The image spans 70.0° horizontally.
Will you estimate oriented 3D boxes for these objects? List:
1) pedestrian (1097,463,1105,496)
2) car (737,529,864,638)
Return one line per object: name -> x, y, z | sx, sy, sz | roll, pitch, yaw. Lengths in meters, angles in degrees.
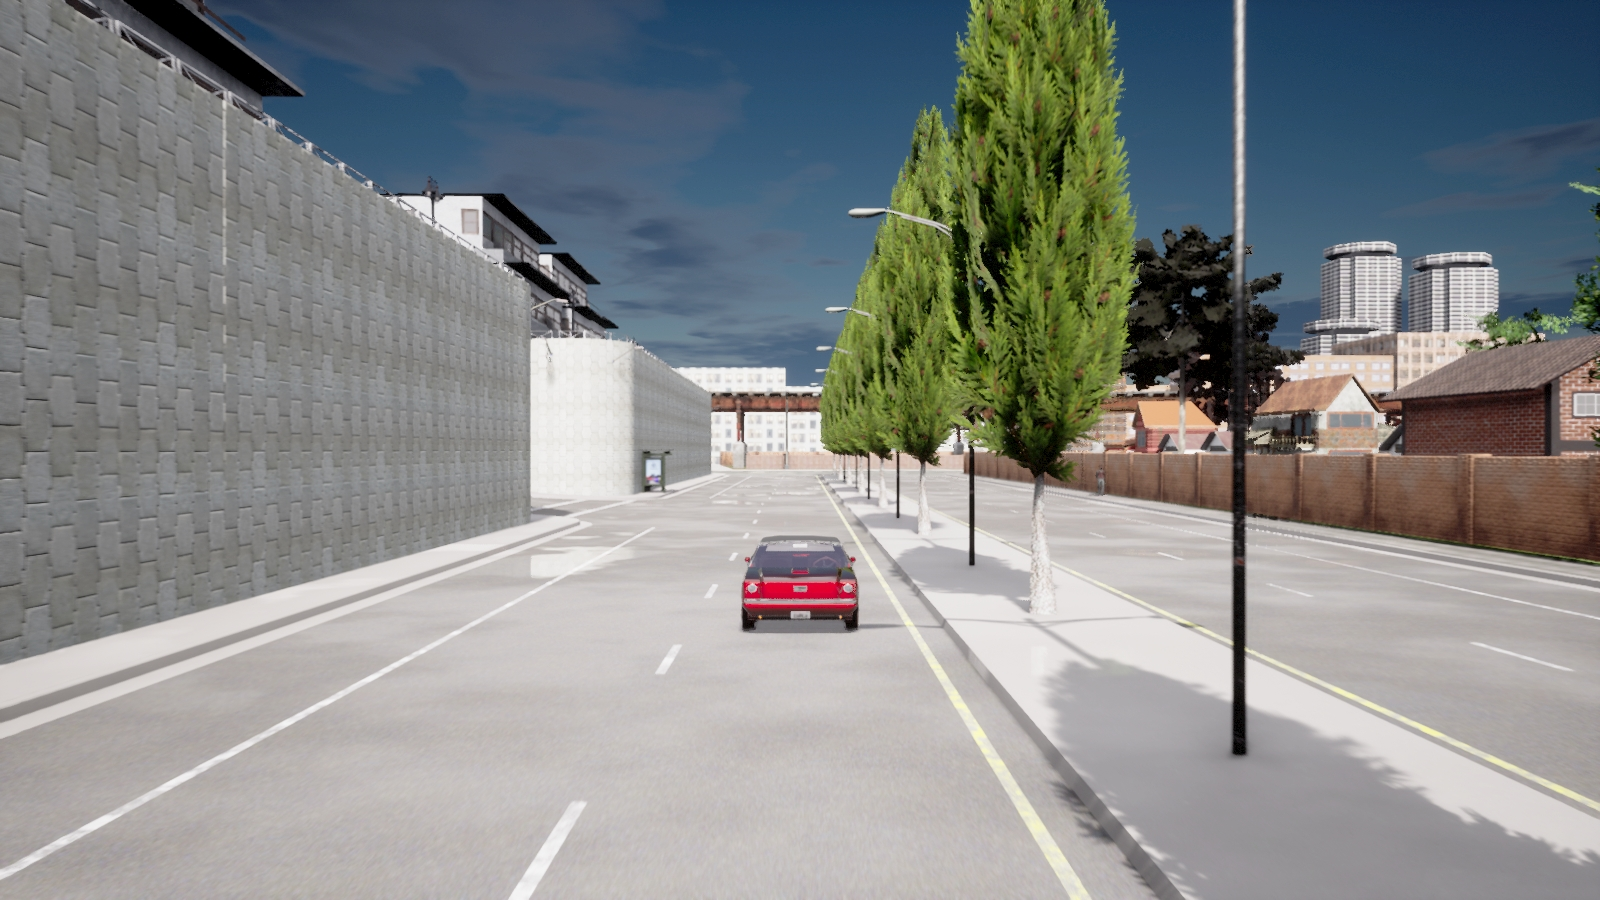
pedestrian -> 17.127, 1.698, 65.081 | 0.375, 1.860, 0.375 | 0, 0, 1
car -> 0.002, 2.155, 19.370 | 1.895, 1.301, 4.718 | 0, 0, 0
